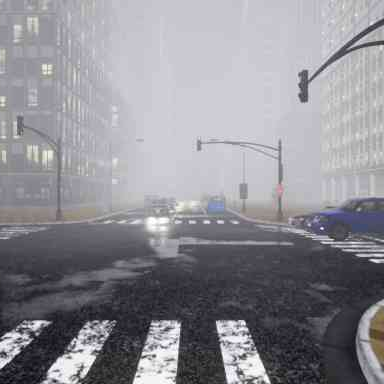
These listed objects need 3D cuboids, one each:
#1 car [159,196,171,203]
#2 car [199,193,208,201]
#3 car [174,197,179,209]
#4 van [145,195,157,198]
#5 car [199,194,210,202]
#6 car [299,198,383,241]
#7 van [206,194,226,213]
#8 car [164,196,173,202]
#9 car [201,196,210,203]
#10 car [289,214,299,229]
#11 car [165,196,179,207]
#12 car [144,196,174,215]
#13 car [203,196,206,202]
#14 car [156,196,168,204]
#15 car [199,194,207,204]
[{"bbox_3d":[-5.612,1.548,69.157,2.008,1.369,4.403,0,0,0],"label":"car"},{"bbox_3d":[2.850,1.309,85.736,2.192,1.841,5.009,0,0,0],"label":"car"},{"bbox_3d":[-3.148,1.547,43.054,2.033,1.411,5.357,0,0,0],"label":"car"},{"bbox_3d":[-5.718,1.341,47.001,1.690,1.788,3.998,0,0,0],"label":"van"},{"bbox_3d":[2.796,1.312,74.657,2.192,1.841,5.009,0,0,0],"label":"car"},{"bbox_3d":[8.650,1.305,16.702,5.566,2.045,2.150,0,0,-1],"label":"car"},{"bbox_3d":[2.722,1.341,35.886,1.690,1.788,3.998,0,0,0],"label":"van"},{"bbox_3d":[-5.558,1.578,80.236,1.802,1.307,4.206,0,0,0],"label":"car"},{"bbox_3d":[2.768,1.542,69.117,1.887,1.381,4.507,0,0,0],"label":"car"},{"bbox_3d":[8.330,1.588,19.943,4.902,1.511,2.128,0,0,-1],"label":"car"},{"bbox_3d":[-3.089,1.477,53.193,1.882,1.535,5.008,0,0,1],"label":"car"},{"bbox_3d":[-3.204,1.491,33.268,2.128,1.511,4.902,0,0,-1],"label":"car"},{"bbox_3d":[2.658,1.544,41.424,1.887,1.381,4.507,0,0,0],"label":"car"},{"bbox_3d":[-5.639,1.564,63.618,1.947,1.339,4.313,0,0,0],"label":"car"},{"bbox_3d":[2.742,1.313,63.578,2.192,1.841,5.009,0,0,0],"label":"car"}]
